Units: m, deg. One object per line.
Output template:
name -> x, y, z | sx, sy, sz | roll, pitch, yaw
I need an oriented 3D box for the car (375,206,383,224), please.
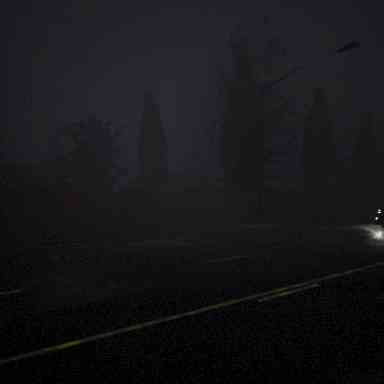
car -> 14.696, 1.360, 23.177 | 4.553, 1.767, 2.097 | 0, 0, -37
